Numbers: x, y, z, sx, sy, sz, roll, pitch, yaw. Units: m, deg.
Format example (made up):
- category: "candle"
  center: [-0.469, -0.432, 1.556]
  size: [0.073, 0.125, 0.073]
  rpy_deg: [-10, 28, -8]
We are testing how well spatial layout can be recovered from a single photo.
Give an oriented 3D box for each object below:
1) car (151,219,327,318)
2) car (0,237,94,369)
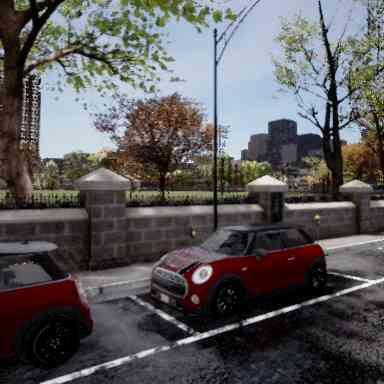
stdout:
- category: "car"
  center: [1.118, 1.457, 7.361]
  size: [4.097, 1.590, 1.967]
  rpy_deg: [0, 0, -36]
- category: "car"
  center: [-3.463, 1.438, 4.092]
  size: [4.097, 1.590, 1.967]
  rpy_deg: [0, 0, -36]
